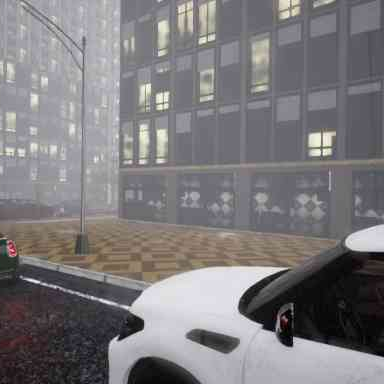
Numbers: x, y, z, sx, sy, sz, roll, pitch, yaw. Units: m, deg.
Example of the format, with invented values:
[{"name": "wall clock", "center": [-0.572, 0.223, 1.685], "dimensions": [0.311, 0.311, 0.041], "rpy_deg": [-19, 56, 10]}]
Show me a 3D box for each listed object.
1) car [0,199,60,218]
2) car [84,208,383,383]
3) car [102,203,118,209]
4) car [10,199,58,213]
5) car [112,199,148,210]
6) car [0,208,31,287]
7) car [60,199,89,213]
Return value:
[{"name": "car", "center": [-15.170, 1.519, 30.206], "dimensions": [2.192, 1.841, 5.009], "rpy_deg": [1, 0, 36]}, {"name": "car", "center": [1.864, 1.222, 2.353], "dimensions": [5.566, 2.045, 2.150], "rpy_deg": [0, 0, 36]}, {"name": "car", "center": [-8.386, 1.830, 39.428], "dimensions": [1.752, 1.417, 4.829], "rpy_deg": [1, 0, 36]}, {"name": "car", "center": [-18.682, 1.642, 39.576], "dimensions": [1.752, 1.417, 4.829], "rpy_deg": [1, 0, 36]}, {"name": "car", "center": [-8.966, 1.762, 48.382], "dimensions": [2.128, 1.511, 4.902], "rpy_deg": [1, 0, 36]}, {"name": "car", "center": [-6.211, 1.348, 8.089], "dimensions": [4.553, 1.767, 2.097], "rpy_deg": [0, 0, 35]}, {"name": "car", "center": [-14.900, 1.689, 40.329], "dimensions": [1.837, 1.490, 4.892], "rpy_deg": [1, 0, 37]}]
